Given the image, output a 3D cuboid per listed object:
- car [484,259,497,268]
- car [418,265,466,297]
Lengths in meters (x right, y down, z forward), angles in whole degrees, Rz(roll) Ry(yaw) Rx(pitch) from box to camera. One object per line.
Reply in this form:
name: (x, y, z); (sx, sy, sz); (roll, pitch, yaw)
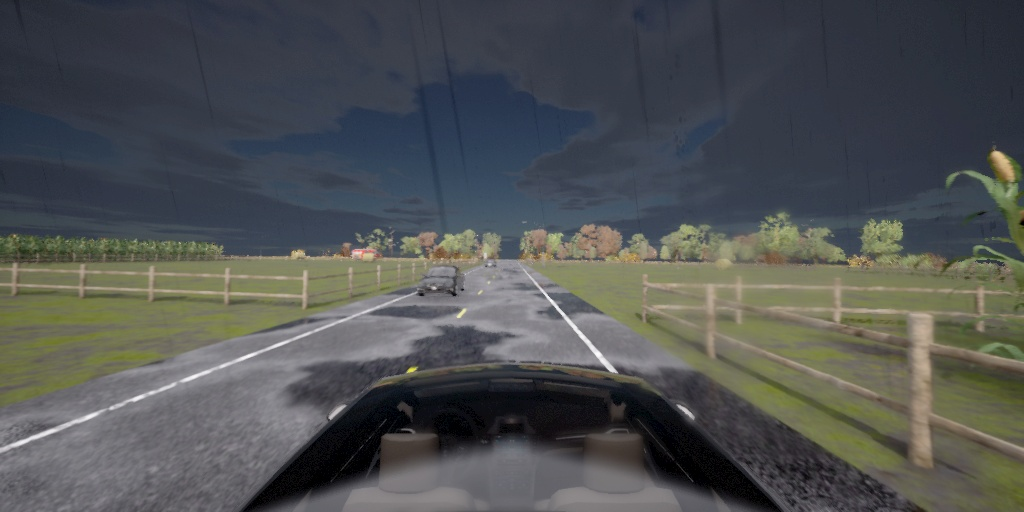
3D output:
car: (-3.538, 1.268, 60.013); (2.128, 1.511, 4.902); (0, 0, 1)
car: (-3.595, 1.262, 19.011); (1.837, 1.490, 4.892); (0, 0, 0)
